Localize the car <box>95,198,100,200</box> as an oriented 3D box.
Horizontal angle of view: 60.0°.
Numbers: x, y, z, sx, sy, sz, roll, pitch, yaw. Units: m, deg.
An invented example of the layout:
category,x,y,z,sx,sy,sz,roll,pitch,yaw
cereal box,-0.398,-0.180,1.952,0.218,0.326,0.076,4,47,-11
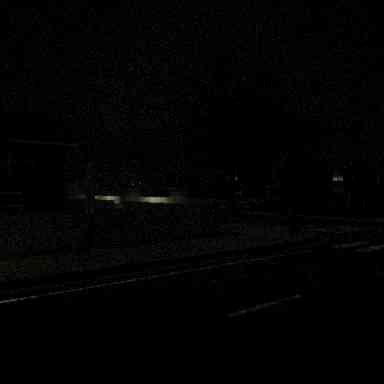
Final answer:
category,x,y,z,sx,sy,sz,roll,pitch,yaw
car,-16.081,1.653,54.216,1.994,1.385,4.181,0,0,-35
